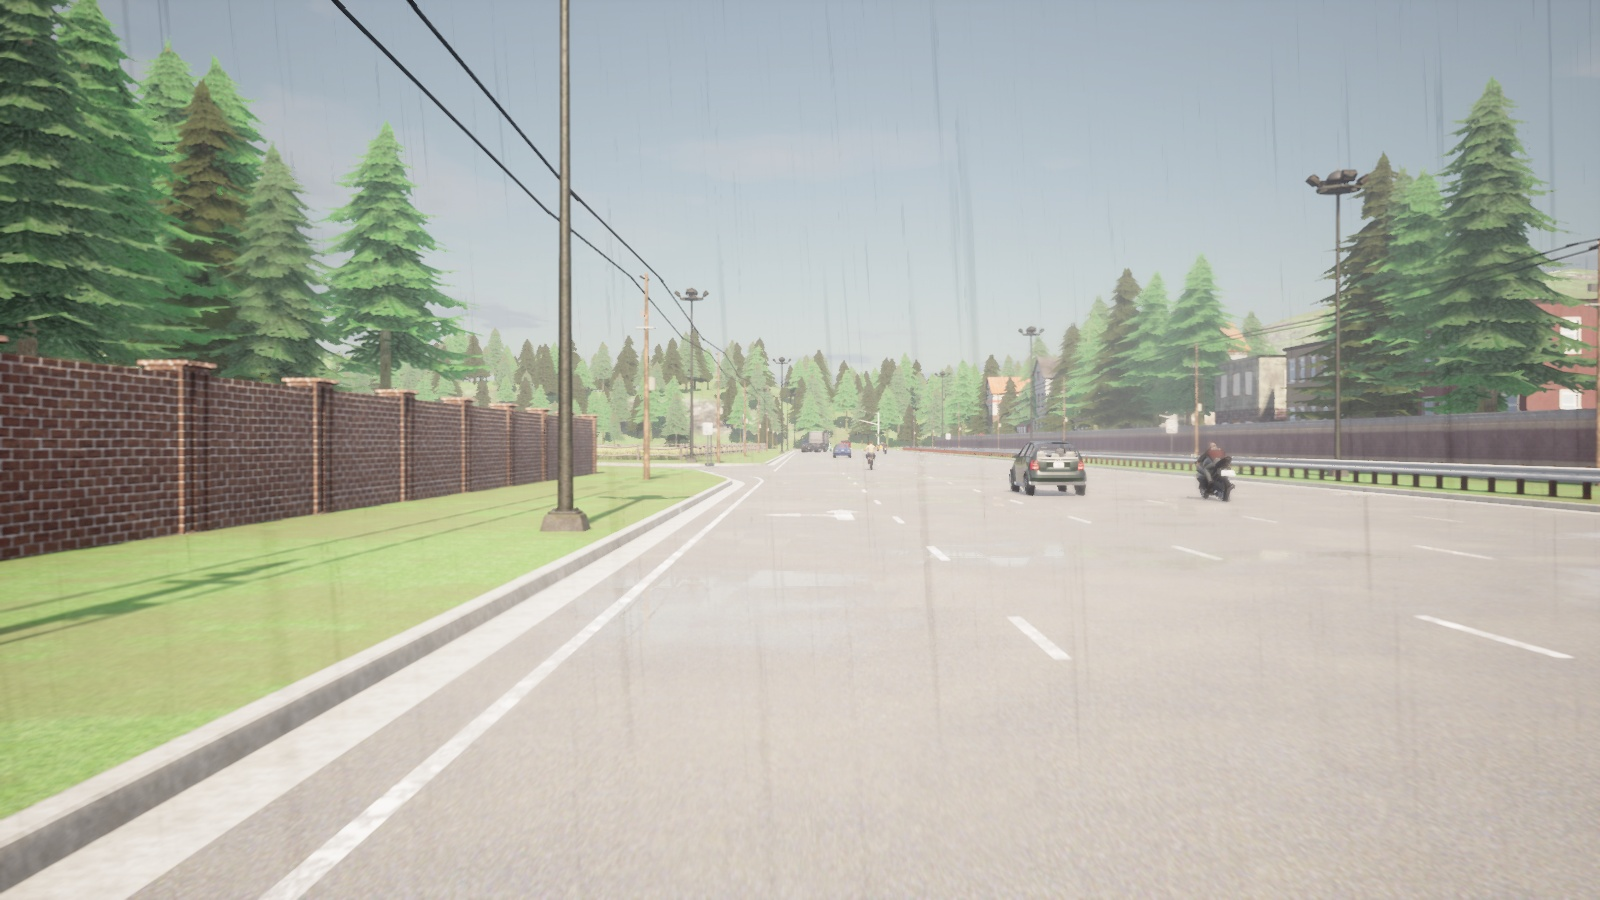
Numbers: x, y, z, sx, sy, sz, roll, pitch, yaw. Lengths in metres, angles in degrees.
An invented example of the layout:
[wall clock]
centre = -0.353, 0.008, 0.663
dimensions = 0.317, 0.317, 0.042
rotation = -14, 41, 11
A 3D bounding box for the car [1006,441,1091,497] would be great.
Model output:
[car]
centre = 7.226, 0.523, 36.841
dimensions = 1.789, 1.549, 3.705
rotation = 0, 0, 0

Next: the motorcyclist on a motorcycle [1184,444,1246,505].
[motorcyclist on a motorcycle]
centre = 10.701, 0.607, 32.457
dimensions = 0.866, 1.530, 2.191
rotation = 0, 0, 0
